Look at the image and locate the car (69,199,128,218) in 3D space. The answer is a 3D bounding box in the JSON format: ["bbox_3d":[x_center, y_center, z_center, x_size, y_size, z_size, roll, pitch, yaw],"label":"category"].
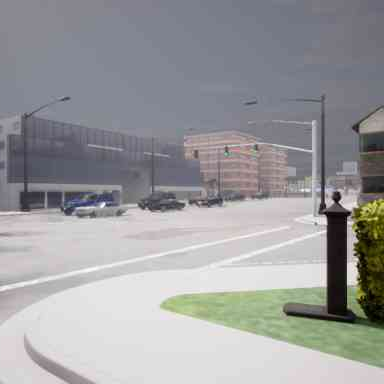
[{"bbox_3d":[-8.091,1.555,29.712,1.895,1.301,4.718,0,0,35],"label":"car"}]

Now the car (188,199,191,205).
[{"bbox_3d":[1.415,1.247,49.376,1.895,1.301,4.718,0,2,35],"label":"car"}]

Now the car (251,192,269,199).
[{"bbox_3d":[13.707,0.733,66.768,2.033,1.411,5.357,0,0,36],"label":"car"}]

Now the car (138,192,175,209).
[{"bbox_3d":[-4.187,1.072,41.384,2.150,2.045,5.566,0,1,36],"label":"car"}]

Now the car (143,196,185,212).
[{"bbox_3d":[-2.834,1.493,37.216,1.895,1.301,4.718,0,1,35],"label":"car"}]

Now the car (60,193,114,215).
[{"bbox_3d":[-10.128,1.171,32.910,2.150,2.045,5.566,0,0,35],"label":"car"}]

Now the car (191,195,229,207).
[{"bbox_3d":[2.435,1.217,44.733,2.128,1.511,4.902,0,1,35],"label":"car"}]

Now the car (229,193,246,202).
[{"bbox_3d":[7.537,0.901,58.085,2.033,1.411,5.357,0,1,35],"label":"car"}]
